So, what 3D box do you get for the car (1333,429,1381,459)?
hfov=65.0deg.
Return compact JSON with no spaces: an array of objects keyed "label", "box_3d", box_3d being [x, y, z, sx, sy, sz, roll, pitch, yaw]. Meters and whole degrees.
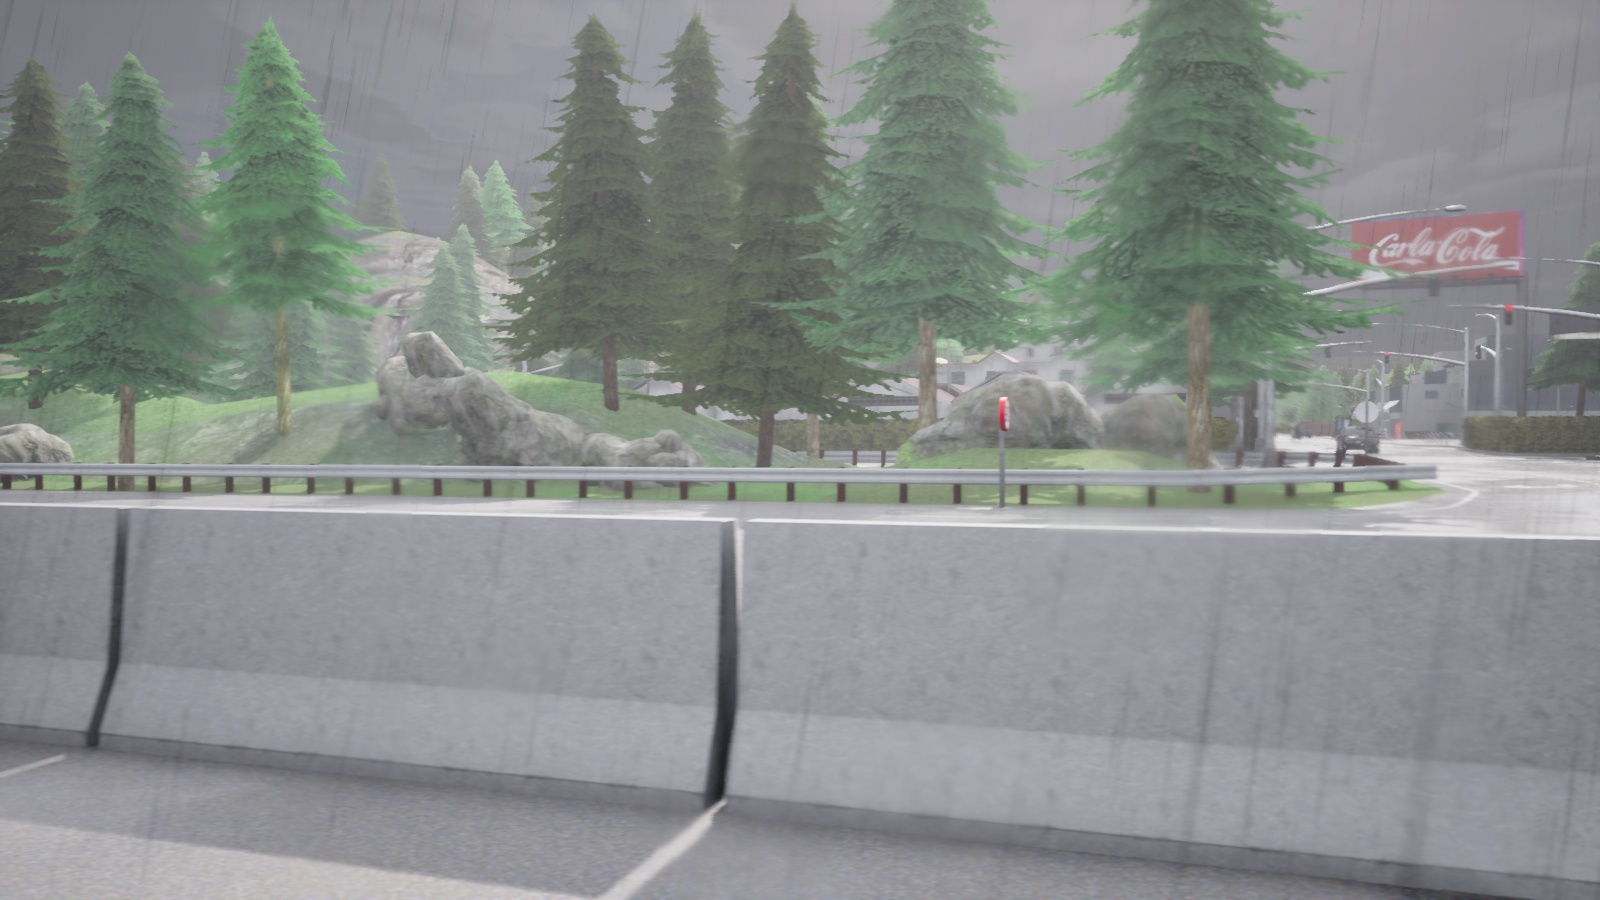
[{"label":"car","box_3d":[29.230,-0.295,65.981,1.837,1.490,4.892,1,0,19]}]
